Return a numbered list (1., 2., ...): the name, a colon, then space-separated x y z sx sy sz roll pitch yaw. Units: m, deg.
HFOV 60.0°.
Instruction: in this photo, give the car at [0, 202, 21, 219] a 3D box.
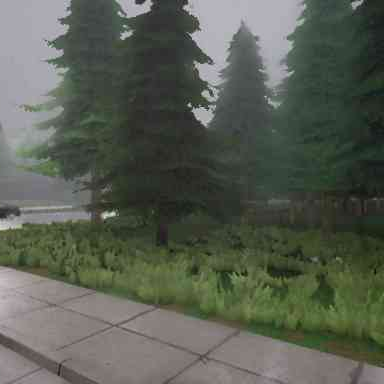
1. car: -15.621 1.451 25.077 1.882 1.535 5.008 0 0 34
